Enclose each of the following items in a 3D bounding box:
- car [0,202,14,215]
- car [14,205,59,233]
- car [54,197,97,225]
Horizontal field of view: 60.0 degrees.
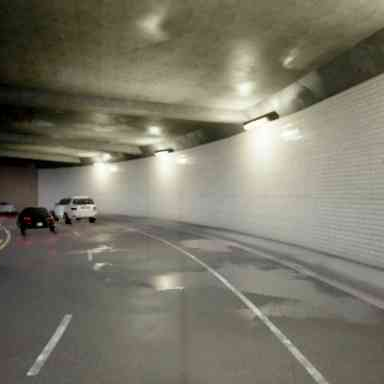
[{"bbox_3d":[-21.502,1.797,36.959,4.674,1.442,1.812,0,-1,33],"label":"car"},{"bbox_3d":[-9.837,1.676,20.839,1.812,1.442,4.674,0,-1,-31],"label":"car"},{"bbox_3d":[-9.432,1.407,26.417,2.150,2.045,5.566,1,-1,-38],"label":"car"}]
